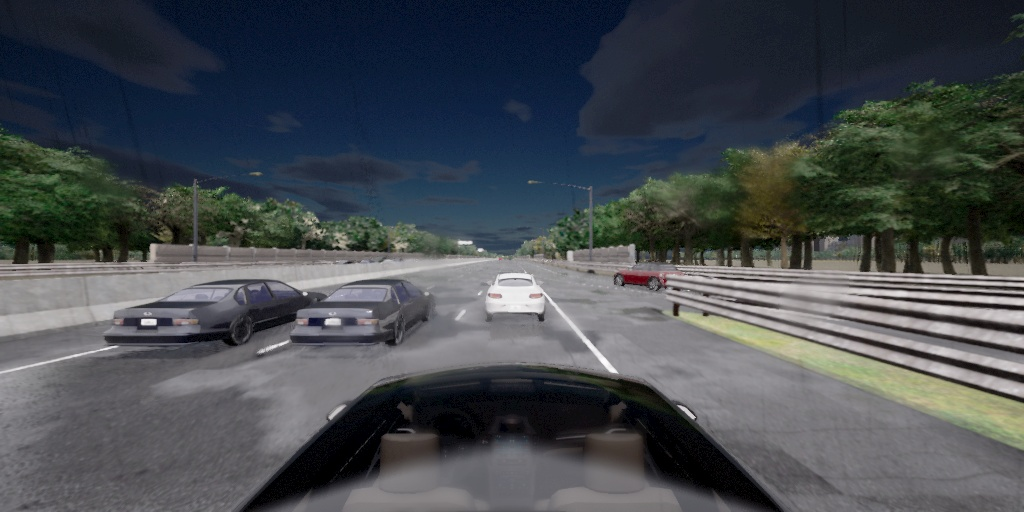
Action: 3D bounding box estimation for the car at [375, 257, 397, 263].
[{"bbox_3d":[-21.027,1.399,60.660,1.812,1.442,4.674,0,0,1],"label":"car"}]

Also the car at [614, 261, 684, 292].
[{"bbox_3d":[8.513,1.172,22.647,2.097,1.767,4.553,1,0,-23],"label":"car"}]

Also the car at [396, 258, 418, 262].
[{"bbox_3d":[-17.530,1.399,60.686,1.812,1.442,4.674,0,0,1],"label":"car"}]

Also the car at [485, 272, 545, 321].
[{"bbox_3d":[0.102,1.286,12.401,1.812,1.442,4.674,0,0,0],"label":"car"}]

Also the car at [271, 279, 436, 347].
[{"bbox_3d":[-3.399,1.304,9.321,2.033,1.411,5.357,0,0,0],"label":"car"}]

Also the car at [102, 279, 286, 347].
[{"bbox_3d":[-6.898,1.304,9.316,2.033,1.411,5.357,0,0,0],"label":"car"}]
